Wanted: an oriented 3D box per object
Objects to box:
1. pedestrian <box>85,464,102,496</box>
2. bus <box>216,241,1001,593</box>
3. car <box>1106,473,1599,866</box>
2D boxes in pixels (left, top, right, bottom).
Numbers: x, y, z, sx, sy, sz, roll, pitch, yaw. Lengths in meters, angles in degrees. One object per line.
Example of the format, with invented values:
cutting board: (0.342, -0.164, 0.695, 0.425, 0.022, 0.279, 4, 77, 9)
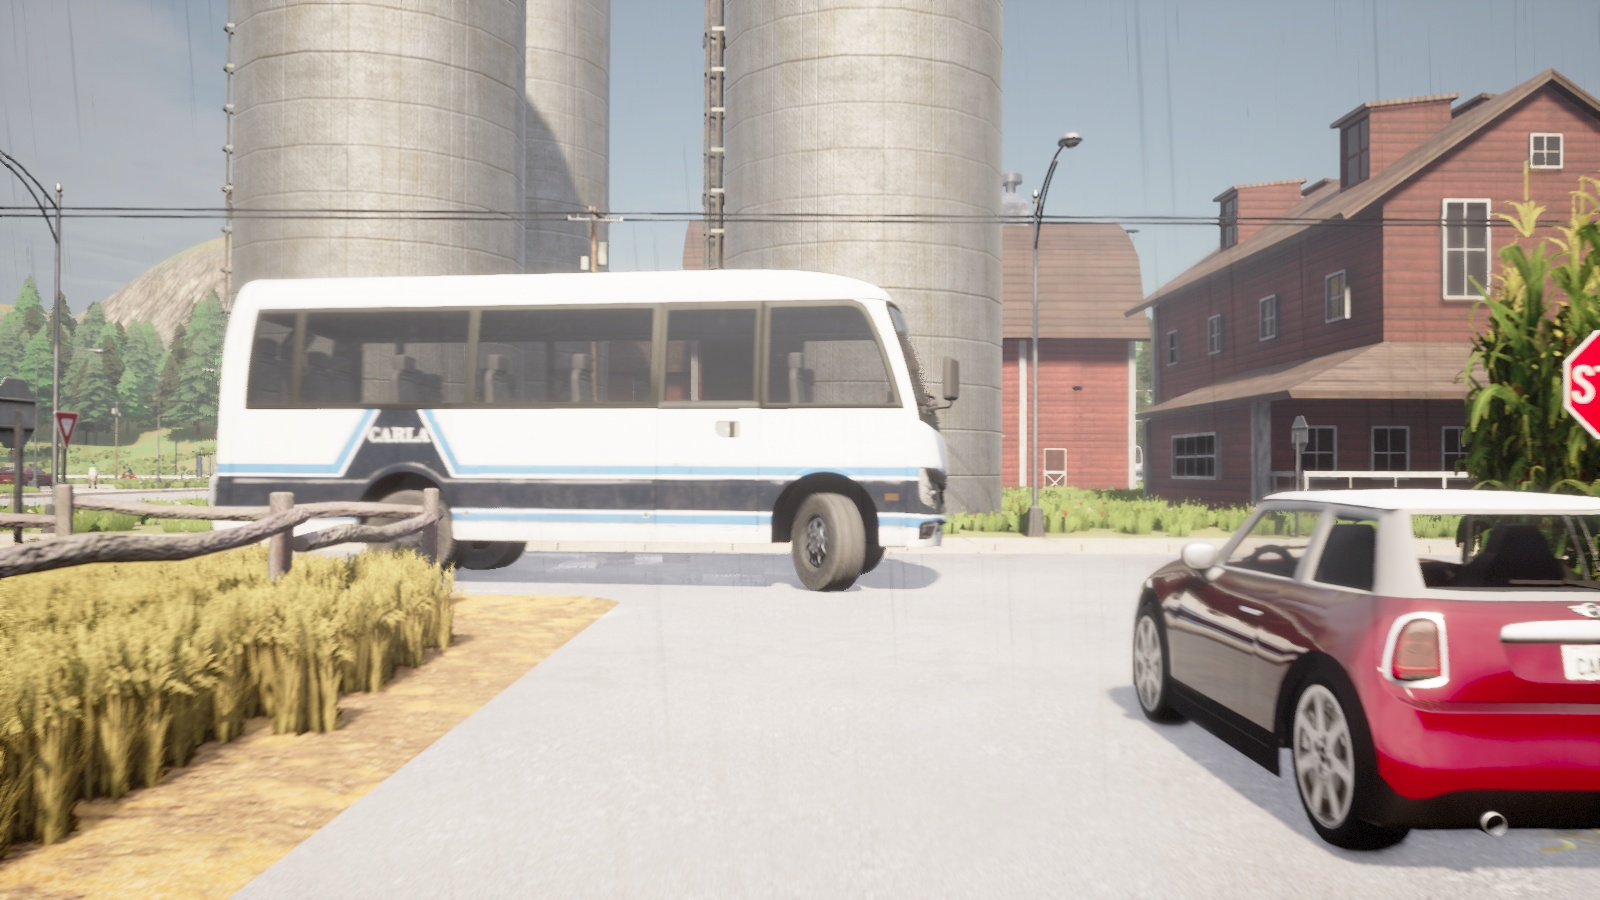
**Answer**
pedestrian: (-43.642, 1.838, 77.582, 0.659, 1.952, 0.873, 0, -1, -11)
bus: (-2.357, -0.275, 17.883, 10.273, 4.253, 3.944, 0, -3, 10)
car: (3.086, 0.873, 6.696, 1.970, 1.475, 3.806, 0, -1, 0)
